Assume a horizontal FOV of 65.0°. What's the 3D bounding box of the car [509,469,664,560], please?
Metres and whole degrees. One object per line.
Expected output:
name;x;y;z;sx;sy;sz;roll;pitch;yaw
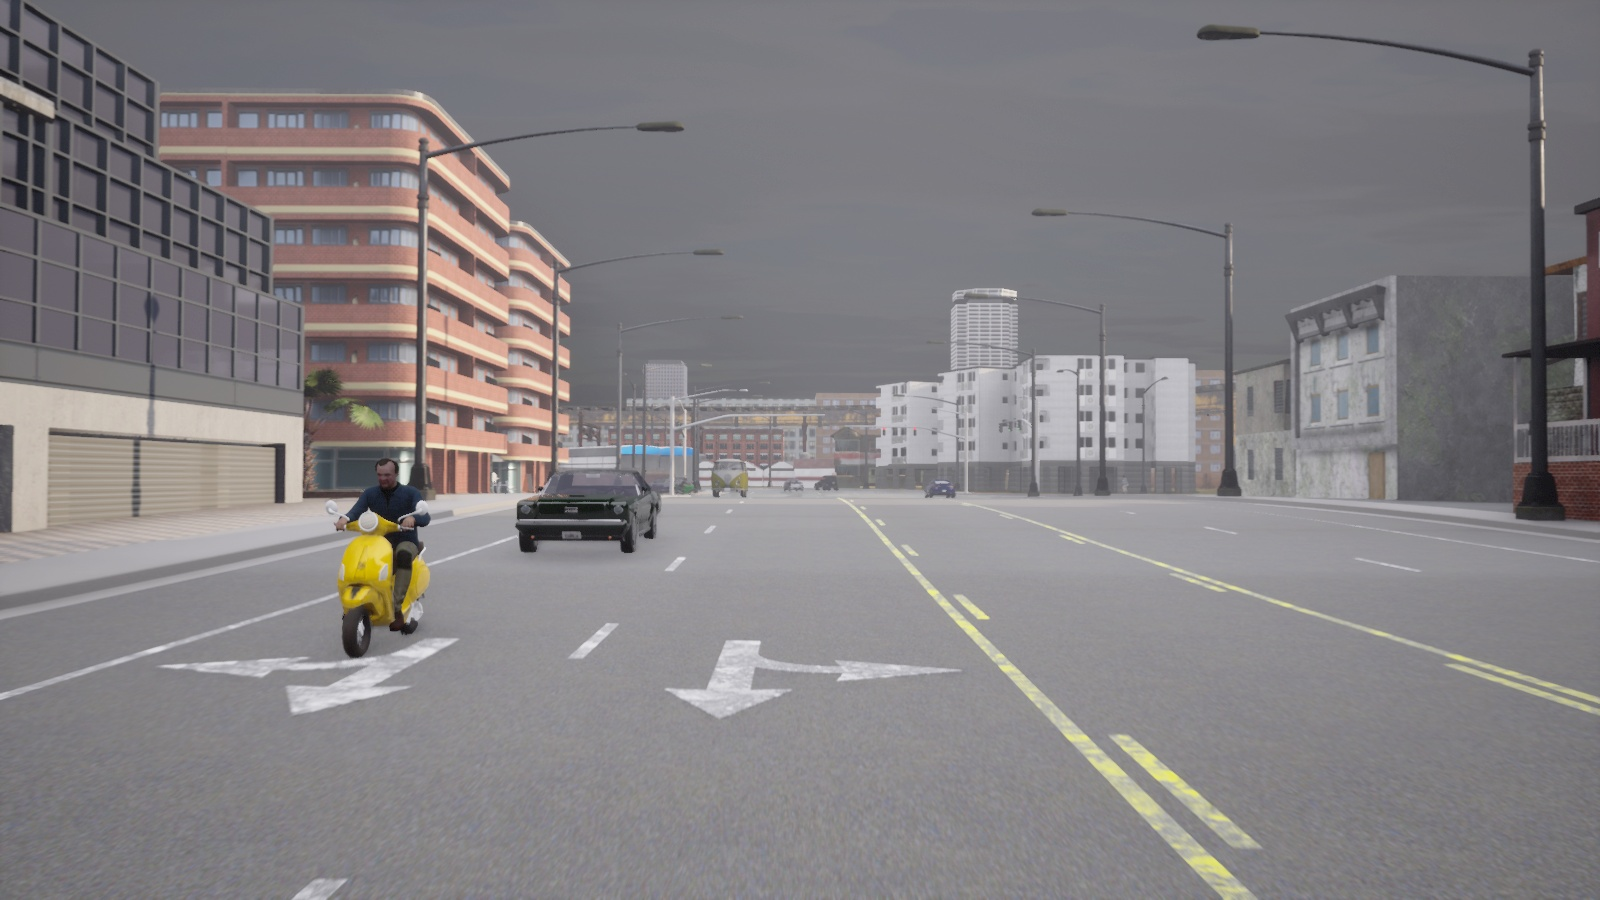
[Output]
car;-3.553;1.028;21.758;1.895;1.301;4.718;0;0;0

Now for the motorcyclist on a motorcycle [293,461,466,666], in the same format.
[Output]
motorcyclist on a motorcycle;-3.526;0.896;10.726;0.866;1.590;1.817;0;0;0

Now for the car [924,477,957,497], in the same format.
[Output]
car;10.286;2.749;92.067;1.812;1.442;4.674;0;-2;0

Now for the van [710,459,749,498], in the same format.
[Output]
van;-3.660;1.524;65.788;1.775;1.987;4.442;0;-2;0
